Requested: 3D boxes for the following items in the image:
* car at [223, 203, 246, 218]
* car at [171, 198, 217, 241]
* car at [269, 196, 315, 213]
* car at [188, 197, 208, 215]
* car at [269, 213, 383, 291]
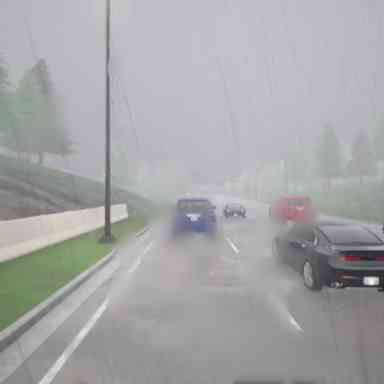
[{"bbox_3d":[3.966,1.740,31.750,1.895,1.301,4.718,0,0,2],"label":"car"},{"bbox_3d":[0.119,1.298,17.439,2.150,2.045,5.566,0,0,0],"label":"car"},{"bbox_3d":[7.231,1.328,24.477,2.150,2.045,5.566,0,0,1],"label":"car"},{"bbox_3d":[0.707,1.514,37.037,2.097,1.767,4.553,0,0,3],"label":"car"},{"bbox_3d":[3.597,1.545,9.092,1.837,1.490,4.892,0,0,0],"label":"car"}]
